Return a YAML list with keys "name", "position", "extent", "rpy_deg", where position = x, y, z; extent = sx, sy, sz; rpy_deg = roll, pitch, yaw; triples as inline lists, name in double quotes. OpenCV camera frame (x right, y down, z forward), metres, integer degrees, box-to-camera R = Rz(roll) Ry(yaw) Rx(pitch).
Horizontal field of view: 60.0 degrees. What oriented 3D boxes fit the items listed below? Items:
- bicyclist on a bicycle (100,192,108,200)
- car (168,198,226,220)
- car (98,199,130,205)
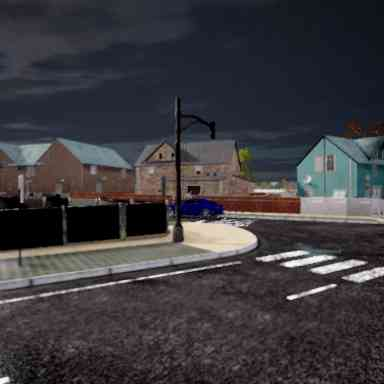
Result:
- name: "bicyclist on a bicycle"
  position: [-8.030, 0.786, 30.216]
  extent: [0.582, 1.620, 1.656]
  rpy_deg: [1, 1, 19]
- name: "car"
  position: [0.121, 1.171, 24.266]
  extent: [4.674, 1.442, 1.812]
  rpy_deg: [1, 0, 22]
- name: "car"
  position: [-4.673, 1.154, 22.849]
  extent: [4.181, 1.385, 1.994]
  rpy_deg: [1, 0, 19]
